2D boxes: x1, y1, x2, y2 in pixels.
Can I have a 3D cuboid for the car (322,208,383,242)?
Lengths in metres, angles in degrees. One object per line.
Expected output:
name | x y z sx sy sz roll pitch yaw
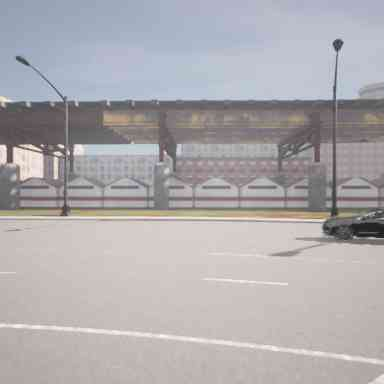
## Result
car | 8.598 1.508 15.242 4.902 1.511 2.128 0 0 21
